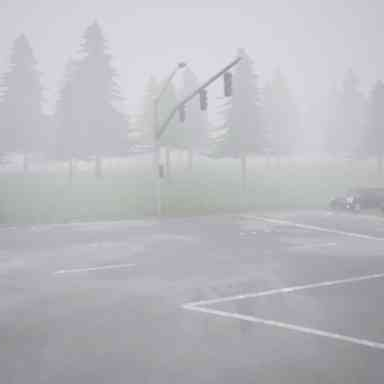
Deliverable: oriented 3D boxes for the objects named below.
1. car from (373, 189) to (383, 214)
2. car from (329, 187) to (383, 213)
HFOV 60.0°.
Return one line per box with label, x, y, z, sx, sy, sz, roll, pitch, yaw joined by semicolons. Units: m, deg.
car;14.024;0.681;20.806;4.674;1.442;1.812;-2;2;-20
car;12.117;0.463;23.822;4.553;1.767;2.097;-2;2;-20
